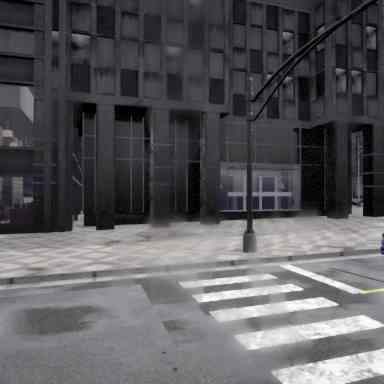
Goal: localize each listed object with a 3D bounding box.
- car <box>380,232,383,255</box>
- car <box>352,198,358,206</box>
[{"bbox_3d":[8.219,1.334,10.214,5.008,1.535,1.882,-1,0,-17],"label":"car"},{"bbox_3d":[20.110,1.333,46.207,1.895,1.301,4.718,0,-1,-17],"label":"car"}]
